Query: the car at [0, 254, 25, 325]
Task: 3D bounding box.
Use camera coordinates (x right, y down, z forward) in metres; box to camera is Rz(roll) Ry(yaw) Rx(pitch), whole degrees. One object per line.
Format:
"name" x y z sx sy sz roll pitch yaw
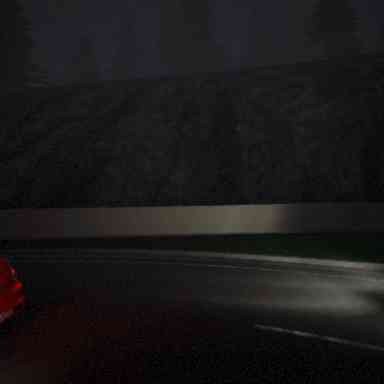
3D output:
"car" -4.934 1.306 4.602 4.553 1.767 2.097 -1 2 5
